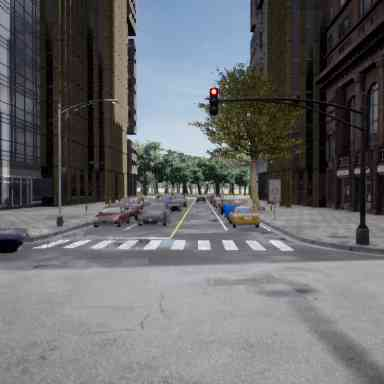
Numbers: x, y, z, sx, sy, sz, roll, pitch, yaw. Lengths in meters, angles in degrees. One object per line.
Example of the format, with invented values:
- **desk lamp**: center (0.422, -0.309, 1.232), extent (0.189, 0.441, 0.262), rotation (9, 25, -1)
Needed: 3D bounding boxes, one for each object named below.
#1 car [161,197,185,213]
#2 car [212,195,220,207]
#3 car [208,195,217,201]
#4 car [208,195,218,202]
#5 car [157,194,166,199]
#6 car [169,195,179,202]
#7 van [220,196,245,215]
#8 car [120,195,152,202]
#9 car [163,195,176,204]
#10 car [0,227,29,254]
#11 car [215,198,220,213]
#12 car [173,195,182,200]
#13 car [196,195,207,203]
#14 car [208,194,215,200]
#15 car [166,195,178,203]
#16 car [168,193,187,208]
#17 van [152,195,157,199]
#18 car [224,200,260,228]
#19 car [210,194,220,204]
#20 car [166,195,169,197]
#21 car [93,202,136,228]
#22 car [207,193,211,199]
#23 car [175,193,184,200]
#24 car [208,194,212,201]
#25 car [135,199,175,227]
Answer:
- **car**: center (-2.115, 1.559, 36.850), extent (1.895, 1.301, 4.718), rotation (0, 0, 2)
- **car**: center (3.935, 1.465, 44.614), extent (1.752, 1.417, 4.829), rotation (-1, 0, 1)
- **car**: center (4.798, 1.429, 78.508), extent (1.802, 1.307, 4.206), rotation (0, 0, 1)
- **car**: center (4.653, 1.415, 72.830), extent (2.008, 1.369, 4.403), rotation (-1, 0, 1)
- **car**: center (-4.739, 1.269, 38.976), extent (2.192, 1.841, 5.009), rotation (-1, 0, 1)
- **car**: center (-3.869, 1.446, 73.043), extent (1.802, 1.307, 4.206), rotation (0, 0, 1)
- **van**: center (3.494, 1.316, 27.412), extent (1.690, 1.788, 3.998), rotation (-1, 0, 1)
- **car**: center (-5.029, 1.290, 27.620), extent (2.192, 1.841, 5.009), rotation (-1, 0, 1)
- **car**: center (-4.160, 1.336, 61.688), extent (1.967, 1.590, 4.097), rotation (0, 0, 1)
- **car**: center (-7.868, 1.523, 10.554), extent (4.718, 1.301, 1.895), rotation (0, 0, -20)
- **car**: center (3.641, 1.531, 33.090), extent (1.947, 1.339, 4.313), rotation (-1, 0, 1)
- **car**: center (-3.580, 1.375, 84.398), extent (1.887, 1.381, 4.507), rotation (0, 0, 1)
- **car**: center (1.820, 1.389, 65.877), extent (1.837, 1.490, 4.892), rotation (0, 0, 1)
- **car**: center (4.946, 1.355, 84.355), extent (1.752, 1.417, 4.829), rotation (0, 0, 1)
- **car**: center (-4.014, 1.425, 67.365), extent (1.887, 1.381, 4.507), rotation (0, 0, 1)
- **car**: center (-1.801, 1.284, 48.077), extent (2.097, 1.767, 4.553), rotation (0, 0, 2)
- **van**: center (-4.884, 1.306, 33.299), extent (1.690, 1.788, 3.998), rotation (-1, 0, 1)
- **car**: center (3.356, 1.508, 21.904), extent (1.752, 1.417, 4.829), rotation (-1, 0, 1)
- **car**: center (4.075, 1.471, 50.122), extent (1.887, 1.381, 4.507), rotation (-1, 0, 1)
- **car**: center (-4.592, 1.491, 44.655), extent (2.008, 1.369, 4.403), rotation (-1, 0, 1)
- **car**: center (-5.170, 1.565, 21.942), extent (1.802, 1.307, 4.206), rotation (-1, 0, 1)
- **car**: center (4.362, 1.211, 61.476), extent (2.192, 1.841, 5.009), rotation (-1, 0, 1)
- **car**: center (-3.438, 1.128, 90.076), extent (2.192, 1.841, 5.009), rotation (0, 0, 1)
- **car**: center (4.219, 1.462, 55.799), extent (2.008, 1.369, 4.403), rotation (-1, 0, 1)
- **car**: center (-2.478, 1.487, 22.740), extent (1.837, 1.490, 4.892), rotation (0, 0, 2)
